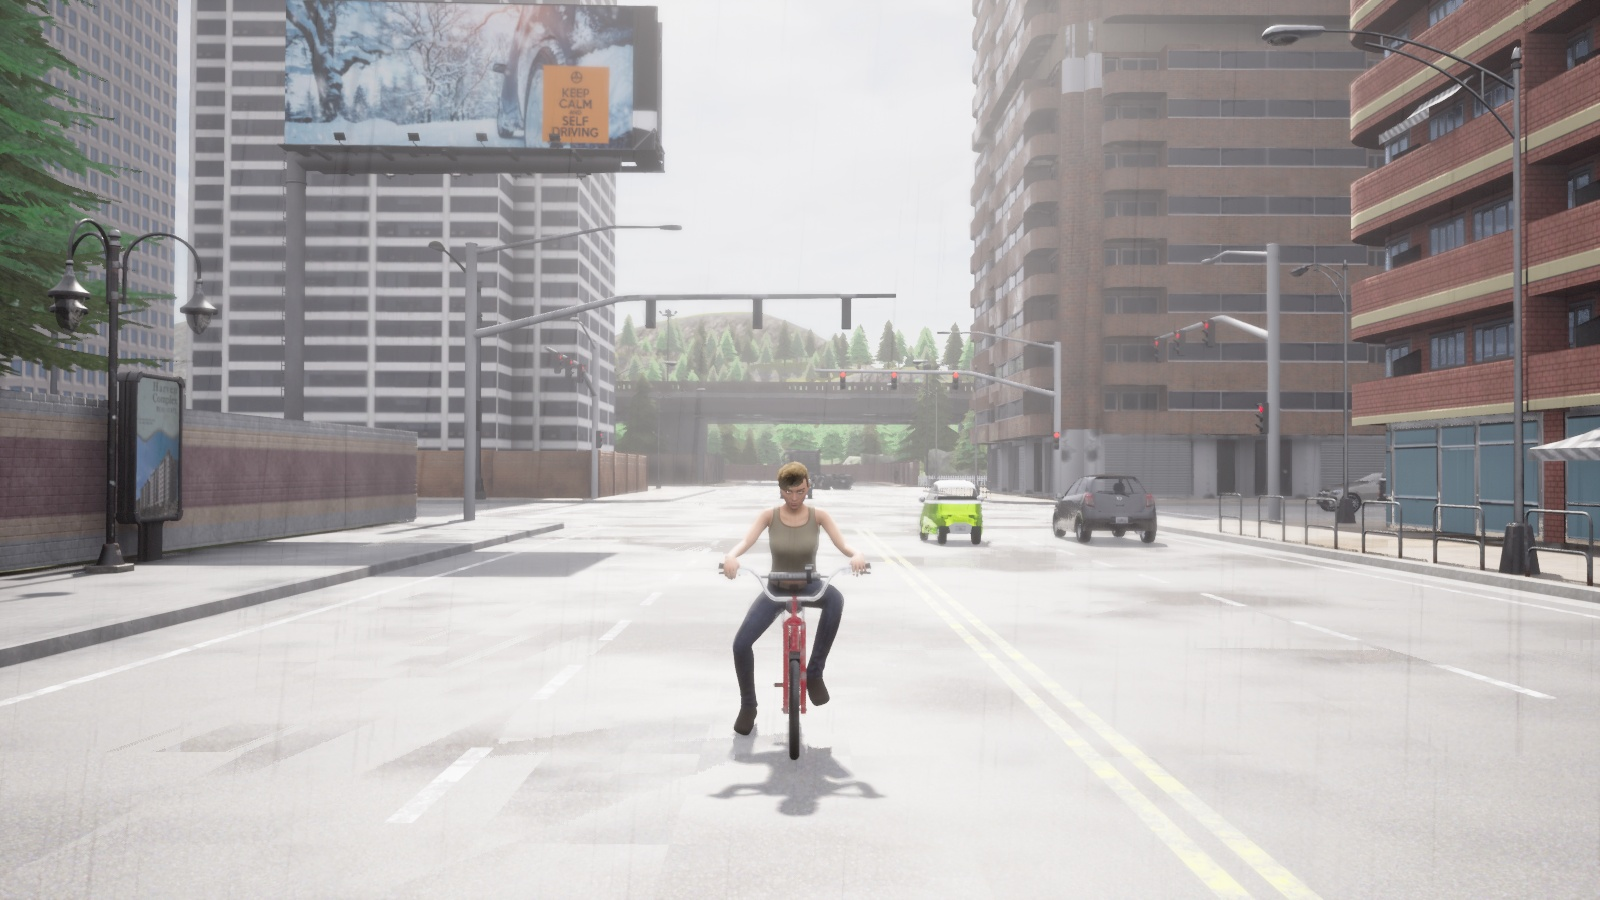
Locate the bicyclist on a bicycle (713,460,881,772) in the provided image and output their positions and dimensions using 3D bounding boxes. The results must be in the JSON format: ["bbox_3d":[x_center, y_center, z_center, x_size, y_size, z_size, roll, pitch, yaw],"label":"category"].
[{"bbox_3d":[-0.027,0.873,7.275,0.866,1.612,1.509,0,-1,-1],"label":"bicyclist on a bicycle"}]

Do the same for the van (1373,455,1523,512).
[{"bbox_3d":[23.900,1.220,46.439,4.480,2.038,2.069,0,-1,0],"label":"van"}]

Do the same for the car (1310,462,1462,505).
[{"bbox_3d":[23.241,1.337,49.939,5.027,1.651,2.152,0,-1,0],"label":"car"}]

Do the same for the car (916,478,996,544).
[{"bbox_3d":[3.426,1.322,27.811,1.481,1.376,2.207,0,-1,0],"label":"car"}]

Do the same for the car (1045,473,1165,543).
[{"bbox_3d":[6.923,1.284,28.835,1.845,1.501,3.633,0,-1,0],"label":"car"}]
